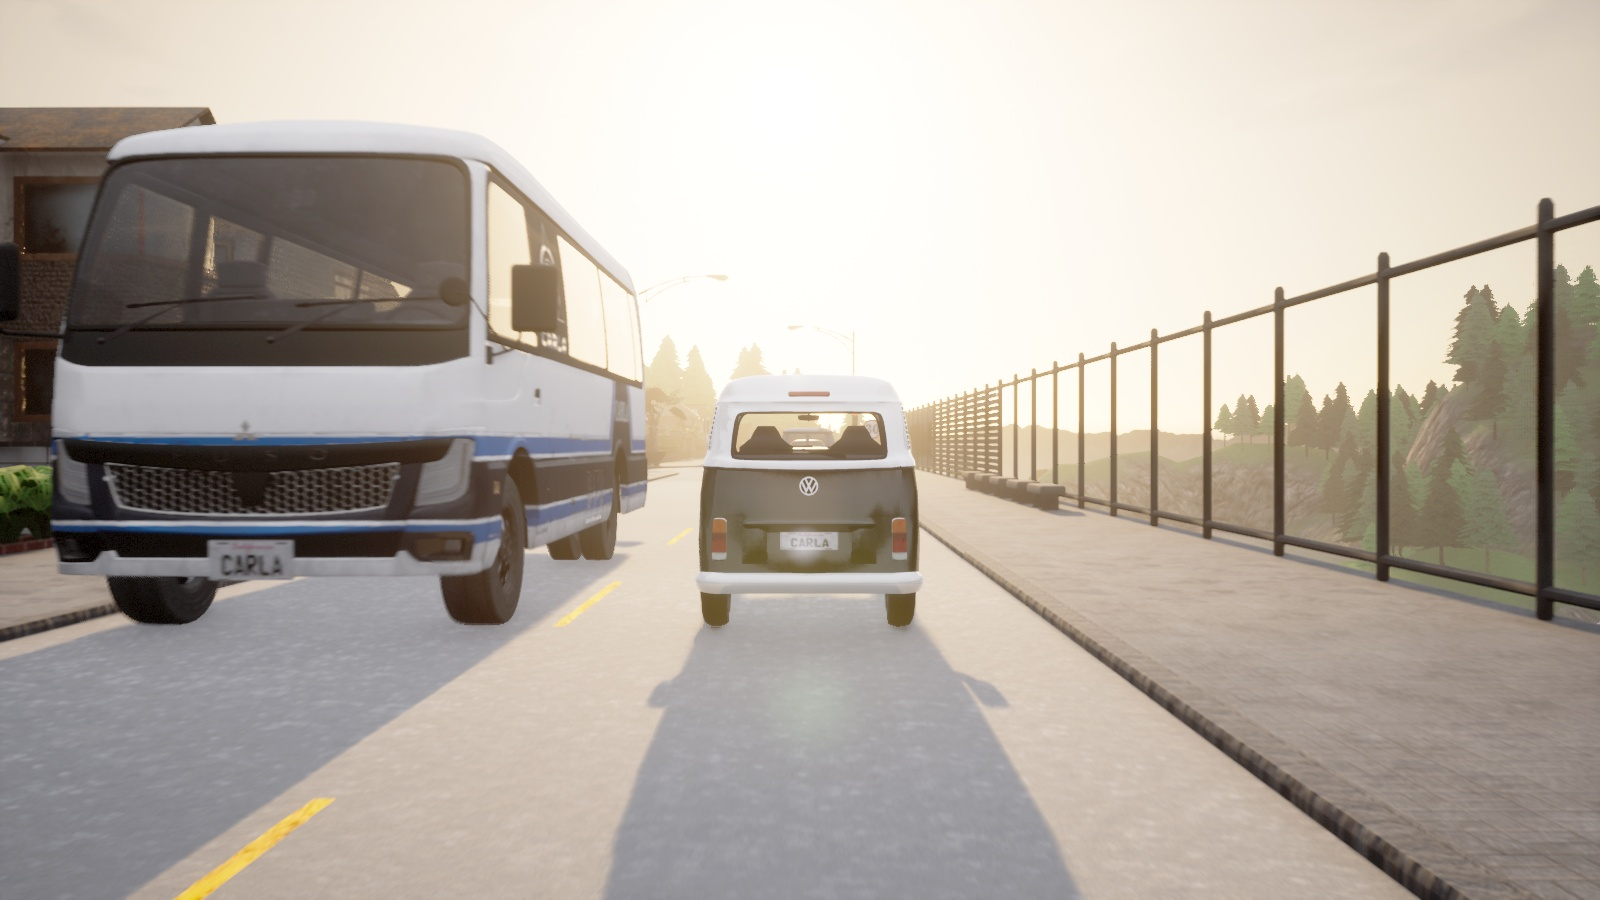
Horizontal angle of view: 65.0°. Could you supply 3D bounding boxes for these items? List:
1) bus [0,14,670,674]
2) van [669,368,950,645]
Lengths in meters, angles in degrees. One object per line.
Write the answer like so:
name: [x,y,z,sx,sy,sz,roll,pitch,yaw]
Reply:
bus: [-3.908,-0.708,13.242,3.944,4.253,10.273,0,0,0]
van: [0.081,0.405,11.500,2.069,2.038,4.480,0,0,0]
